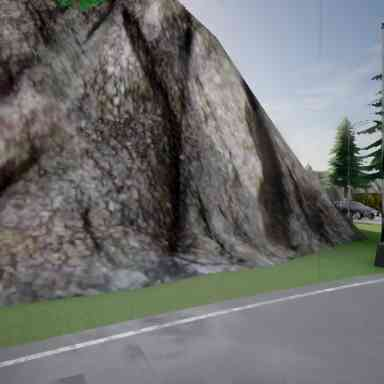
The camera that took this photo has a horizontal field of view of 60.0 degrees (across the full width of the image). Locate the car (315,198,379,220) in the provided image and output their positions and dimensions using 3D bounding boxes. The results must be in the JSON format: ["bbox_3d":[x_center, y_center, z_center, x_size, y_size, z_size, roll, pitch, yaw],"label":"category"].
[{"bbox_3d":[13.459,1.491,28.497,2.128,1.511,4.902,0,0,-25],"label":"car"}]
